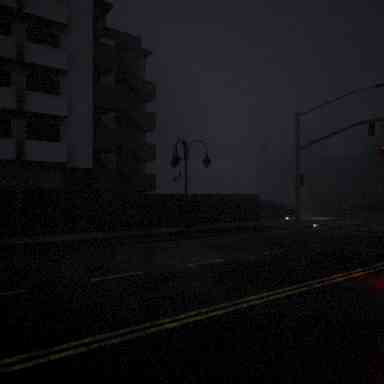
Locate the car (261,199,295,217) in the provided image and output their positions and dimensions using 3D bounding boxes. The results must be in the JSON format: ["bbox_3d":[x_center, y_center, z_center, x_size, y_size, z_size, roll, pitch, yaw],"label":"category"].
[{"bbox_3d":[7.818,1.478,32.198,1.882,1.535,5.008,0,0,-38],"label":"car"}]
